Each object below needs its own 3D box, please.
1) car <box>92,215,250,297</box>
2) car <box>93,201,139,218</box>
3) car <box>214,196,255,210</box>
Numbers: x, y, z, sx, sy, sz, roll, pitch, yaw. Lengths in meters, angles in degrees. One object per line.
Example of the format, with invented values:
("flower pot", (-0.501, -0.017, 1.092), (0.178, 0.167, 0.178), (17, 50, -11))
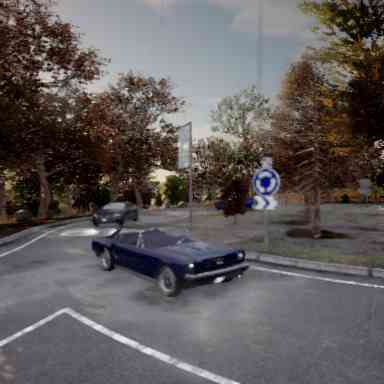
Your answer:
("car", (-0.815, 1.515, 8.657), (1.895, 1.301, 4.718), (-1, 1, -39))
("car", (-4.795, 1.327, 21.562), (1.812, 1.442, 4.674), (0, 0, 7))
("car", (4.685, 1.074, 34.628), (5.008, 1.535, 1.882), (-1, 0, -21))
